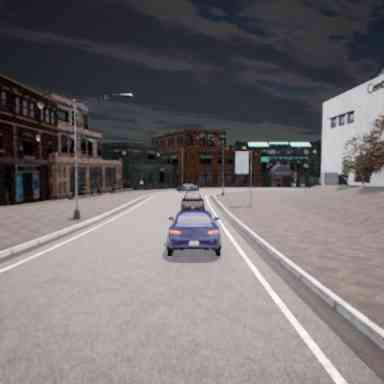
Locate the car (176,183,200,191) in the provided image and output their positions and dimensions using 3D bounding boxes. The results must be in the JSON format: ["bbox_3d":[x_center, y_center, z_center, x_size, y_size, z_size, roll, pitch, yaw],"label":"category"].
[{"bbox_3d":[-0.592,-0.691,54.583,2.033,1.411,5.357,2,4,27],"label":"car"}]

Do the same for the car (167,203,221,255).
[{"bbox_3d":[0.074,1.386,12.600,1.812,1.442,4.674,0,1,0],"label":"car"}]

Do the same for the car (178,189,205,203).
[{"bbox_3d":[0.067,0.836,27.015,2.128,1.511,4.902,0,3,0],"label":"car"}]
